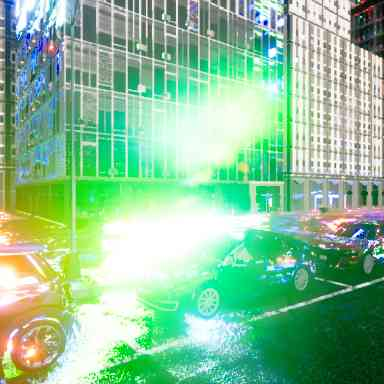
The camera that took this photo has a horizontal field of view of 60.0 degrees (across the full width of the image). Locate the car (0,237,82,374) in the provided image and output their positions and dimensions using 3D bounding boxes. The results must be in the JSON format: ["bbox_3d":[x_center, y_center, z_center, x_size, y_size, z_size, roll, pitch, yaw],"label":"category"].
[{"bbox_3d":[-3.604,1.440,3.991,4.097,1.590,1.967,0,0,-35],"label":"car"}]

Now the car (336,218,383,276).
[{"bbox_3d":[5.419,1.546,10.393,4.507,1.381,1.887,0,0,-35],"label":"car"}]

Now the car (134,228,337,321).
[{"bbox_3d":[0.907,1.551,7.192,4.403,1.369,2.008,0,0,-35],"label":"car"}]
